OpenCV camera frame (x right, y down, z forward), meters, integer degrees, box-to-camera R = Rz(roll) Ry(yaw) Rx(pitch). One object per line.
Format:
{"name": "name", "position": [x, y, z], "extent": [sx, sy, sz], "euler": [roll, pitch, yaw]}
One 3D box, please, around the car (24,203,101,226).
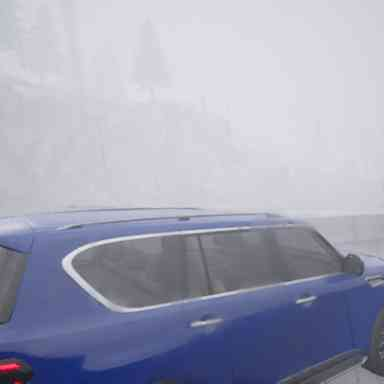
{"name": "car", "position": [-8.950, 1.523, 23.103], "extent": [4.718, 1.301, 1.895], "euler": [0, 0, -33]}

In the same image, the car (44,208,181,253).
{"name": "car", "position": [-3.287, 1.500, 14.297], "extent": [5.357, 1.411, 2.033], "euler": [0, 0, -33]}

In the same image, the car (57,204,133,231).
{"name": "car", "position": [-6.013, 1.495, 20.790], "extent": [4.181, 1.385, 1.994], "euler": [0, 0, -33]}

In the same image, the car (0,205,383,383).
{"name": "car", "position": [0.394, 1.209, 3.901], "extent": [5.566, 2.045, 2.150], "euler": [0, 0, -34]}
